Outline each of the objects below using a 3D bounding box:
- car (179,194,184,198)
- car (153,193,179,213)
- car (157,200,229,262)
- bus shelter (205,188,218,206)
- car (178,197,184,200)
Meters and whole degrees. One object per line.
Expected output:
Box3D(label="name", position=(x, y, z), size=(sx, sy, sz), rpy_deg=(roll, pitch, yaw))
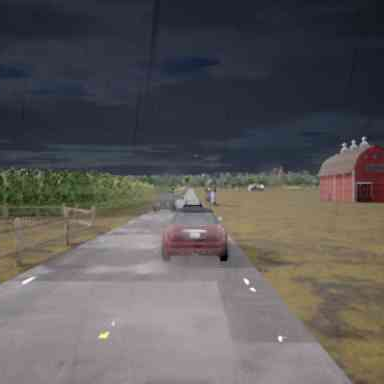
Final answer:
Box3D(label="car", position=(-2.740, 1.254, 76.384), size=(1.994, 1.385, 4.181), rpy_deg=(0, 0, 0))
Box3D(label="car", position=(-2.843, 1.143, 35.594), size=(2.150, 2.045, 5.566), rpy_deg=(0, 0, 0))
Box3D(label="car", position=(0.092, 1.323, 12.169), size=(2.097, 1.767, 4.553), rpy_deg=(0, 0, 0))
Box3D(label="bus shelter", position=(3.133, 0.763, 53.382), size=(1.920, 2.740, 3.880), rpy_deg=(0, 0, 0))
Box3D(label="car", position=(0.097, 1.429, 28.588), size=(2.128, 1.511, 4.902), rpy_deg=(0, 0, 0))
